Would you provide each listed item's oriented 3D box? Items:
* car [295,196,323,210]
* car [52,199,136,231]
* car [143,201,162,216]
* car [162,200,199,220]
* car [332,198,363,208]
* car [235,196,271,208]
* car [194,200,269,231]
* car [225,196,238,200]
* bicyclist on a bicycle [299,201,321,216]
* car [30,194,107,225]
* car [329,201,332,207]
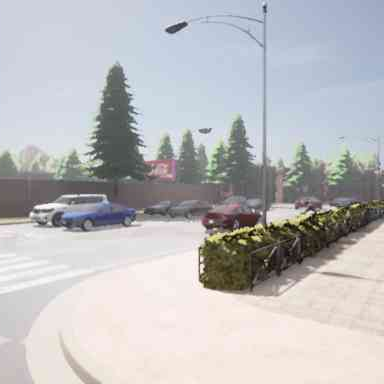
[{"bbox_3d":[14.868,1.332,42.218,2.097,1.767,4.553,0,0,41],"label":"car"},{"bbox_3d":[-5.708,1.451,20.726,1.882,1.535,5.008,0,0,36],"label":"car"},{"bbox_3d":[-2.190,1.515,31.519,2.033,1.411,5.357,0,0,36],"label":"car"},{"bbox_3d":[-0.058,1.480,28.485,1.837,1.490,4.892,0,0,36],"label":"car"},{"bbox_3d":[20.466,1.480,42.928,4.902,1.511,2.128,0,0,-44],"label":"car"},{"bbox_3d":[7.483,1.521,38.769,2.033,1.411,5.357,0,0,35],"label":"car"},{"bbox_3d":[2.522,1.462,19.918,1.882,1.535,5.008,0,0,37],"label":"car"},{"bbox_3d":[5.264,1.322,41.547,2.097,1.767,4.553,0,0,38],"label":"car"},{"bbox_3d":[6.270,1.293,17.677,1.656,1.620,0.582,0,0,36],"label":"bicyclist on a bicycle"},{"bbox_3d":[-8.249,1.189,23.184,2.150,2.045,5.566,0,0,36],"label":"car"},{"bbox_3d":[22.205,1.547,49.194,4.181,1.385,1.994,0,0,-34],"label":"car"}]
